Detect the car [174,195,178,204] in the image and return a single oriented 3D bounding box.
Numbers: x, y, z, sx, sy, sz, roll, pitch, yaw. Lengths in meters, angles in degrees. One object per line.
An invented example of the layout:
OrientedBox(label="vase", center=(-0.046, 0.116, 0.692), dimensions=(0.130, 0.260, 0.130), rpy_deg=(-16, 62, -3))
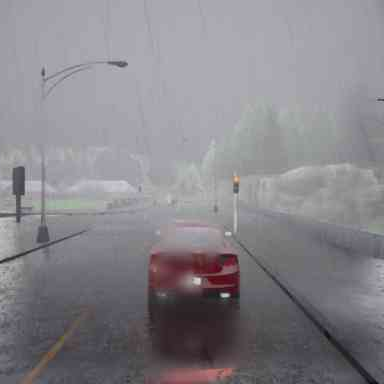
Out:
OrientedBox(label="car", center=(-4.123, 1.525, 60.699), dimensions=(1.812, 1.442, 4.674), rpy_deg=(0, 0, 1))

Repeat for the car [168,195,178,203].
OrientedBox(label="car", center=(-4.050, 1.499, 70.865), dimensions=(1.837, 1.490, 4.892), rpy_deg=(0, 0, 0))

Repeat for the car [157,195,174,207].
OrientedBox(label="car", center=(-4.130, 1.525, 50.781), dimensions=(1.812, 1.442, 4.674), rpy_deg=(0, 0, 0))

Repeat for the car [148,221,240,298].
OrientedBox(label="car", center=(0.053, 1.478, 8.550), dimensions=(1.882, 1.535, 5.008), rpy_deg=(0, 0, 0))
